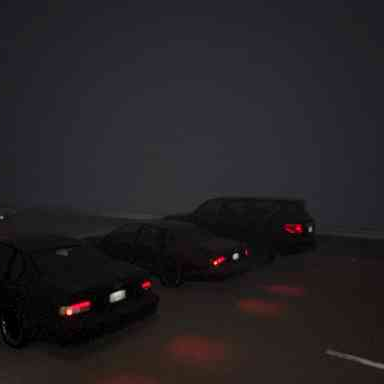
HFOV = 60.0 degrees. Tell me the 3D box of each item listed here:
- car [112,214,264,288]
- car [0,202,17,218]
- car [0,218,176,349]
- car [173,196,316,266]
[{"bbox_3d":[-1.052,1.473,8.997,5.357,1.411,2.033,1,1,36],"label":"car"},{"bbox_3d":[-13.844,1.297,22.438,4.718,1.301,1.895,1,1,36],"label":"car"},{"bbox_3d":[-3.076,1.473,6.143,5.357,1.411,2.033,1,1,36],"label":"car"},{"bbox_3d":[1.371,1.156,11.563,5.566,2.045,2.150,1,1,36],"label":"car"}]
